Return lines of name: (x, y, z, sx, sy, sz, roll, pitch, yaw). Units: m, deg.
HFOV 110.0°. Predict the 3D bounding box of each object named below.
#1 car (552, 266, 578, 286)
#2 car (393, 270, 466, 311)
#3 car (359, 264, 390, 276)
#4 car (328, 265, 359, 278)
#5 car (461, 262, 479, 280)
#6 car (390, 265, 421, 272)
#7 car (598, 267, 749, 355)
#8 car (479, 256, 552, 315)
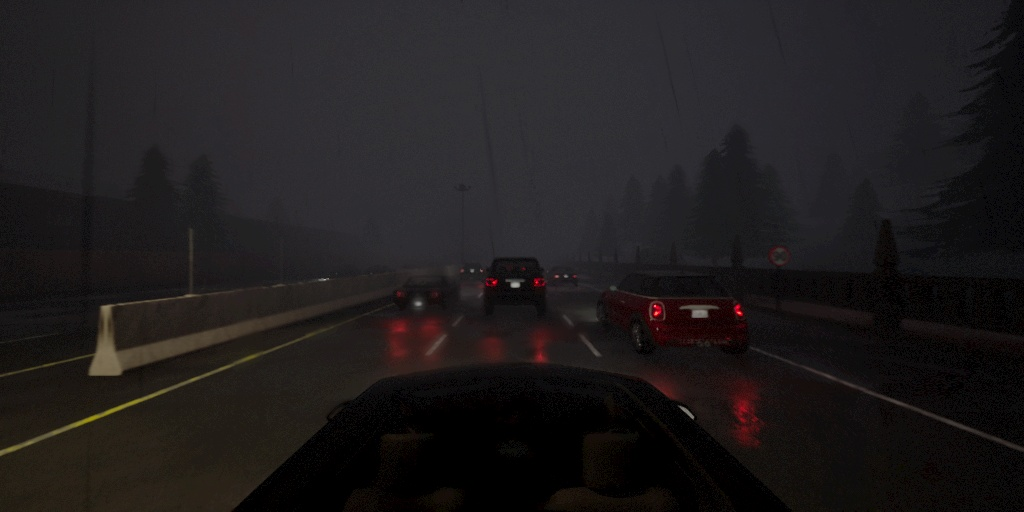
car: (3.701, 1.437, 26.797, 2.033, 1.411, 5.357, 0, 0, 1)
car: (-3.353, 1.442, 15.122, 1.895, 1.301, 4.718, 0, 0, 0)
car: (-13.918, 1.574, 37.607, 1.994, 1.385, 4.181, 0, 0, 0)
car: (-17.417, 1.586, 37.617, 1.994, 1.385, 4.181, 0, 0, 0)
car: (-3.266, 1.293, 31.645, 2.097, 1.767, 4.553, 0, 0, 0)
car: (-10.428, 1.593, 36.397, 1.895, 1.301, 4.718, 0, 0, 0)
car: (3.597, 1.133, 8.954, 2.097, 1.767, 4.553, 0, 0, 1)
car: (0.132, 1.045, 14.206, 2.150, 2.045, 5.566, 0, 0, 0)
